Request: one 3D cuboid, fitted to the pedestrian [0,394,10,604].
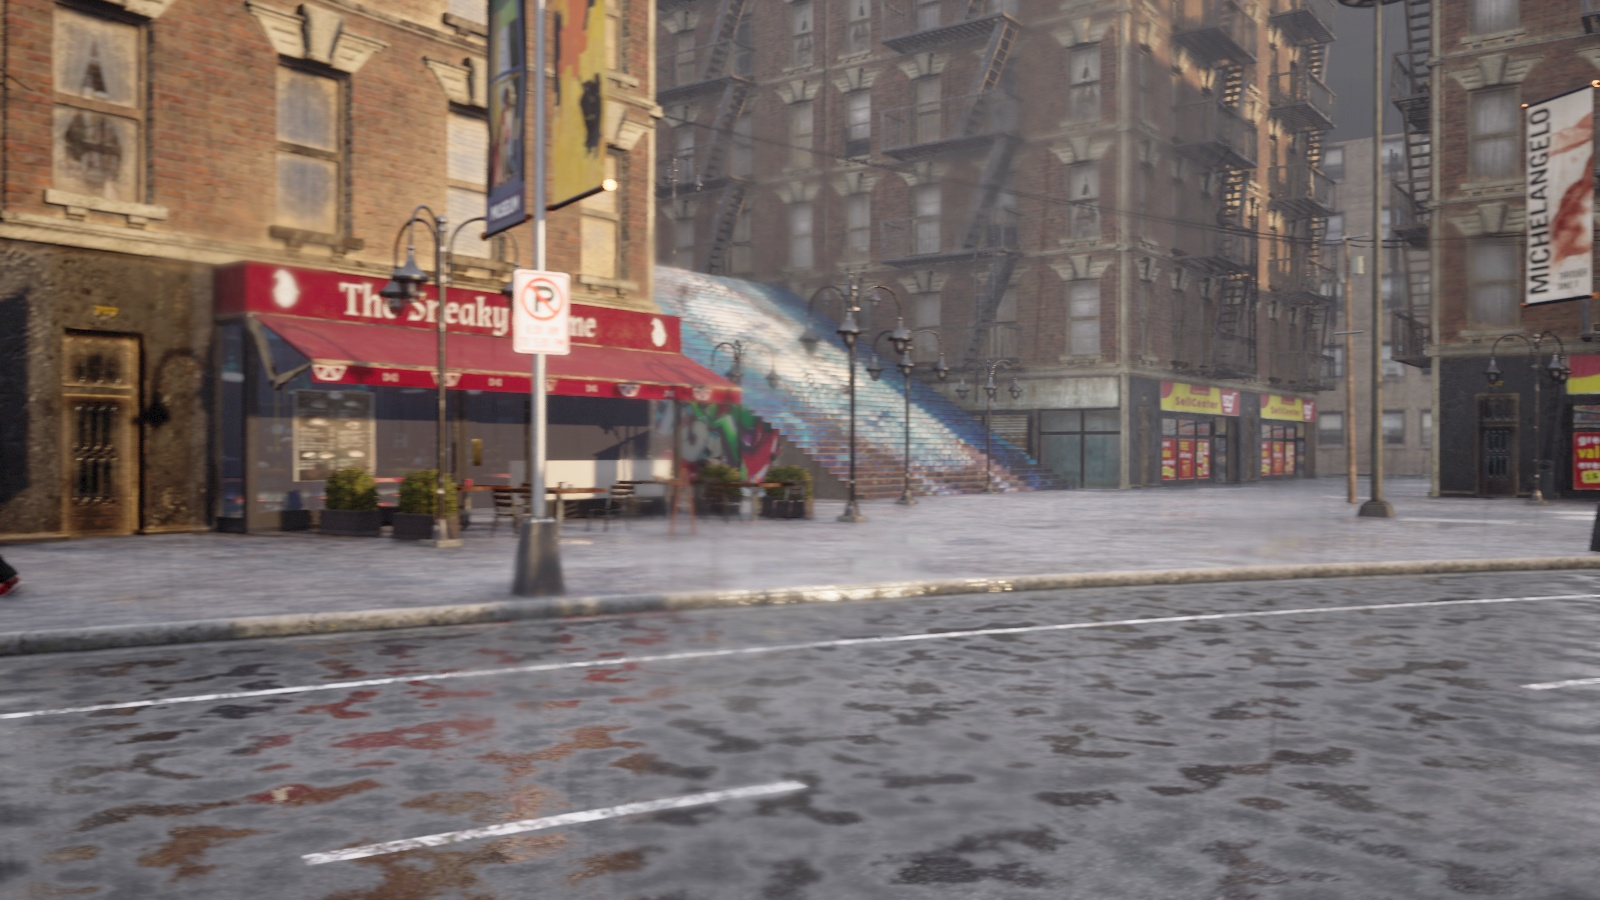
[{"bbox_3d":[-7.536,0.431,11.086,0.899,1.844,0.634,0,0,-37],"label":"pedestrian"}]
